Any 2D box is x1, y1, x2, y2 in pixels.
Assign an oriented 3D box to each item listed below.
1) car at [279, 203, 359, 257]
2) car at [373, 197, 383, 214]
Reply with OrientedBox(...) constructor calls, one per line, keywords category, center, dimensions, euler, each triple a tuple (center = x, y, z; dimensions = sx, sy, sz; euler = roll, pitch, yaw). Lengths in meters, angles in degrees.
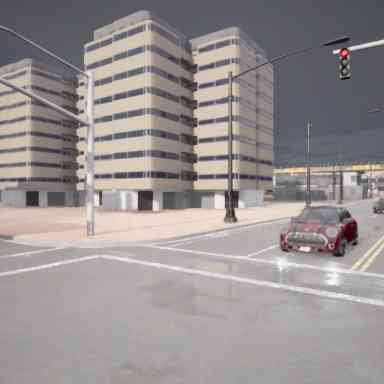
OrientedBox(category="car", center=(5.112, 1.345, 13.092), dimensions=(2.097, 1.767, 4.553), euler=(0, 0, 35))
OrientedBox(category="car", center=(20.007, 1.339, 34.148), dimensions=(2.097, 1.767, 4.553), euler=(0, 0, 35))
